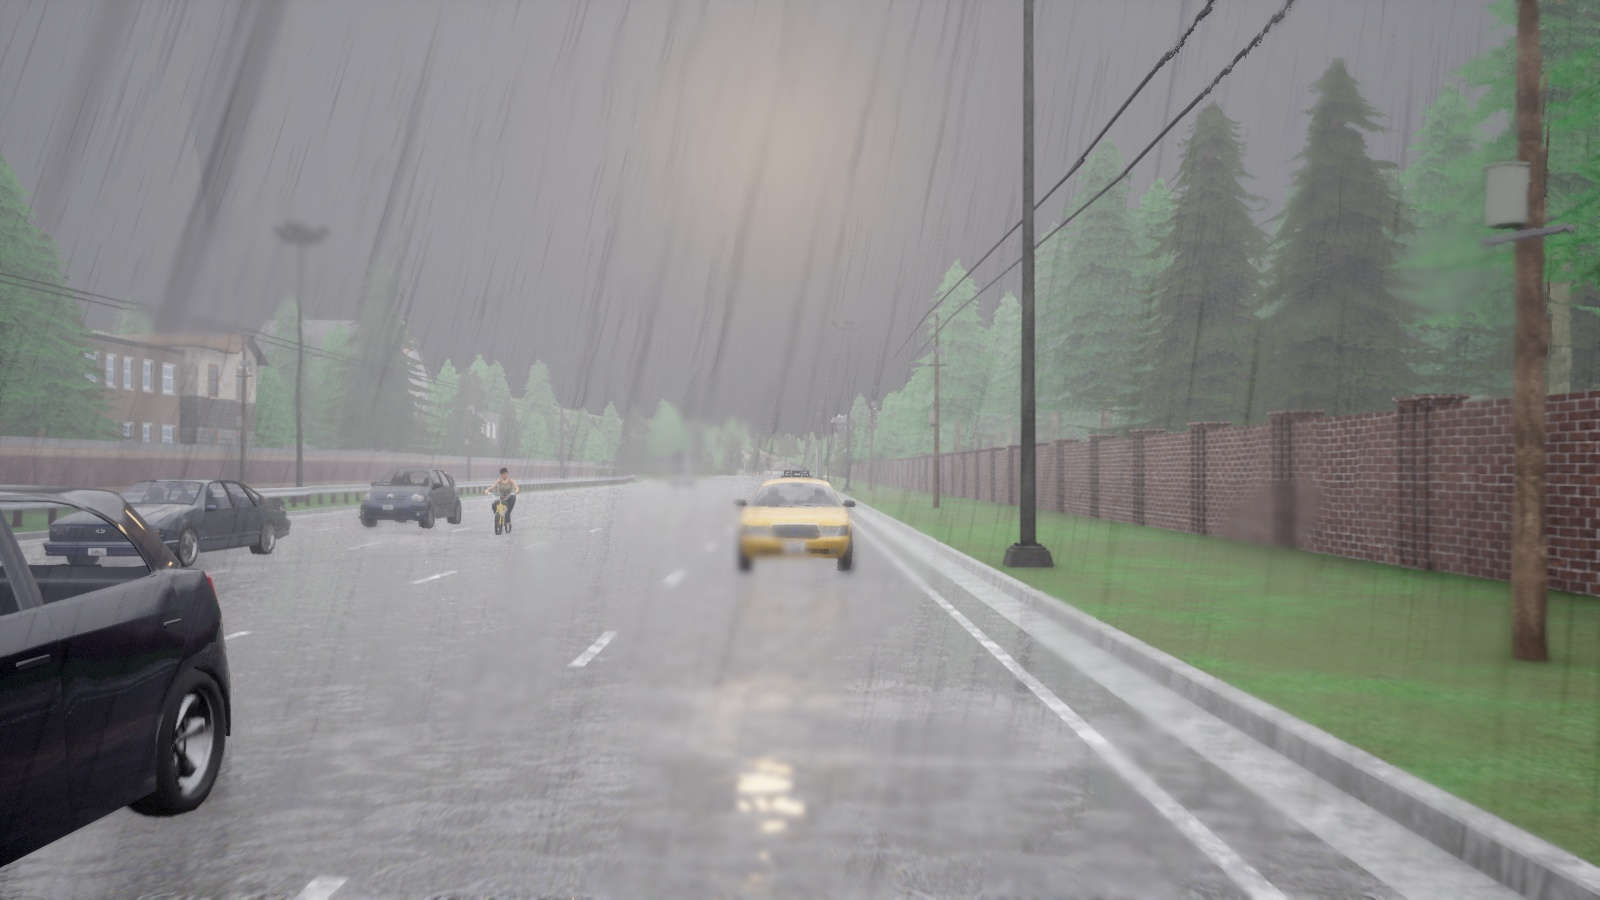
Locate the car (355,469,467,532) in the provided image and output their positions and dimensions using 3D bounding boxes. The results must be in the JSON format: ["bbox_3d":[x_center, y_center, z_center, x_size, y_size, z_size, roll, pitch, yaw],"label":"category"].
[{"bbox_3d":[-10.583,1.332,34.458,1.851,1.617,3.988,0,-1,0],"label":"car"}]

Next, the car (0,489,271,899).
[{"bbox_3d":[-3.510,0.915,4.324,1.845,1.501,3.633,0,-1,0],"label":"car"}]

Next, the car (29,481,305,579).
[{"bbox_3d":[-10.552,1.265,21.522,2.033,1.411,5.357,0,-1,0],"label":"car"}]

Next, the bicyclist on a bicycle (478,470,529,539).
[{"bbox_3d":[-7.072,1.281,29.982,0.866,1.612,1.509,0,-1,0],"label":"bicyclist on a bicycle"}]

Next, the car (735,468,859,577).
[{"bbox_3d":[-0.050,1.105,20.996,1.801,1.575,5.366,0,-1,0],"label":"car"}]
